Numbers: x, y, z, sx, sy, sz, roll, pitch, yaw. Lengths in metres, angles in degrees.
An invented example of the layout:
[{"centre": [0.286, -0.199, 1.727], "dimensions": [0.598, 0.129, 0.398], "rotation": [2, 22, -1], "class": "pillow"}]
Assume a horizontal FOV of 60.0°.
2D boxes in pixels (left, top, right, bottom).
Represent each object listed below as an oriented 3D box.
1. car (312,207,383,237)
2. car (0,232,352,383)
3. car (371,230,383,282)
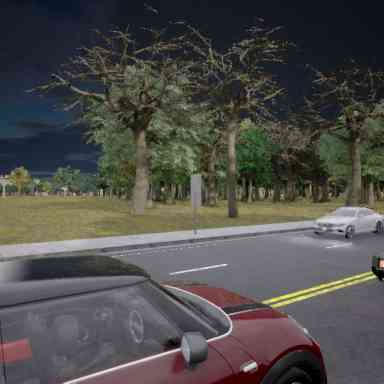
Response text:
[{"centre": [8.351, 1.531, 17.589], "dimensions": [4.674, 1.442, 1.812], "rotation": [0, 0, -35], "class": "car"}, {"centre": [-0.903, 1.352, 2.795], "dimensions": [4.553, 1.767, 2.097], "rotation": [0, 0, -35], "class": "car"}, {"centre": [6.382, 1.603, 7.978], "dimensions": [4.718, 1.301, 1.895], "rotation": [0, 0, -35], "class": "car"}]
